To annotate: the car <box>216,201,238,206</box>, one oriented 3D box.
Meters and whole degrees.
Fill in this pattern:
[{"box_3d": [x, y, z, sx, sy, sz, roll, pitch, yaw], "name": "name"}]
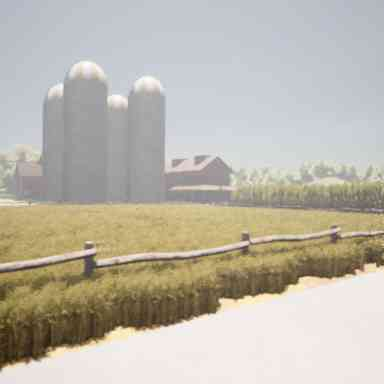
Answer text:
[{"box_3d": [5.240, 2.078, 50.671, 1.994, 1.385, 4.181, 1, -1, -35], "name": "car"}]
